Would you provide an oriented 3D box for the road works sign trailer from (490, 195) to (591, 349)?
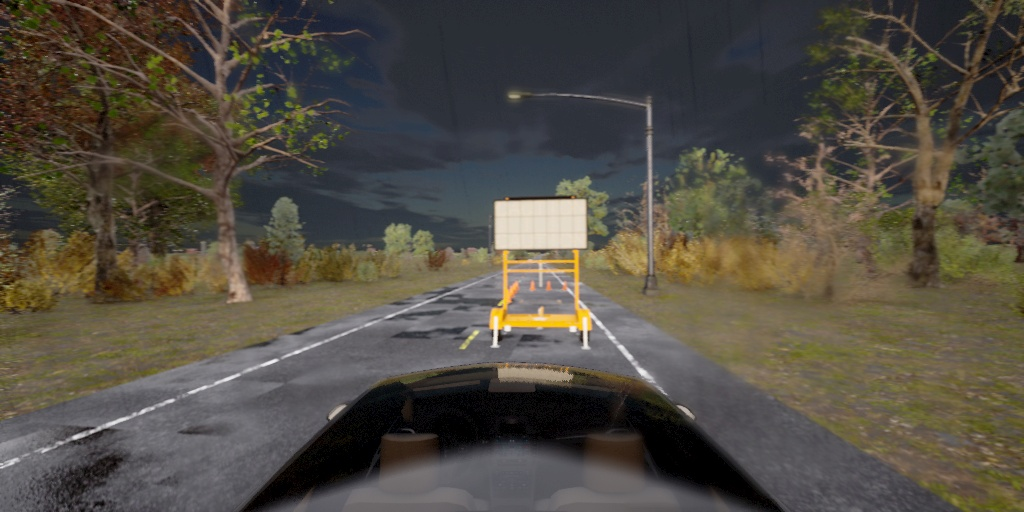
[{"bbox_3d":[0.762,0.260,9.327,2.380,3.560,2.880,0,0,6],"label":"road works sign trailer"}]
